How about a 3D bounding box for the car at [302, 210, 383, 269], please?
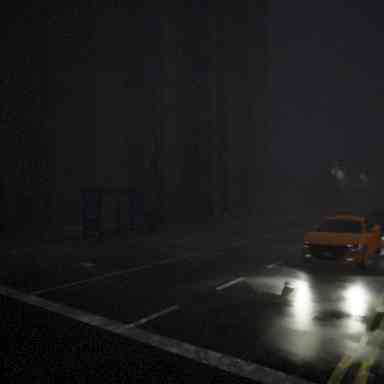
[{"bbox_3d":[5.551,1.615,12.036,1.882,1.535,5.008,-2,-1,37],"label":"car"}]
